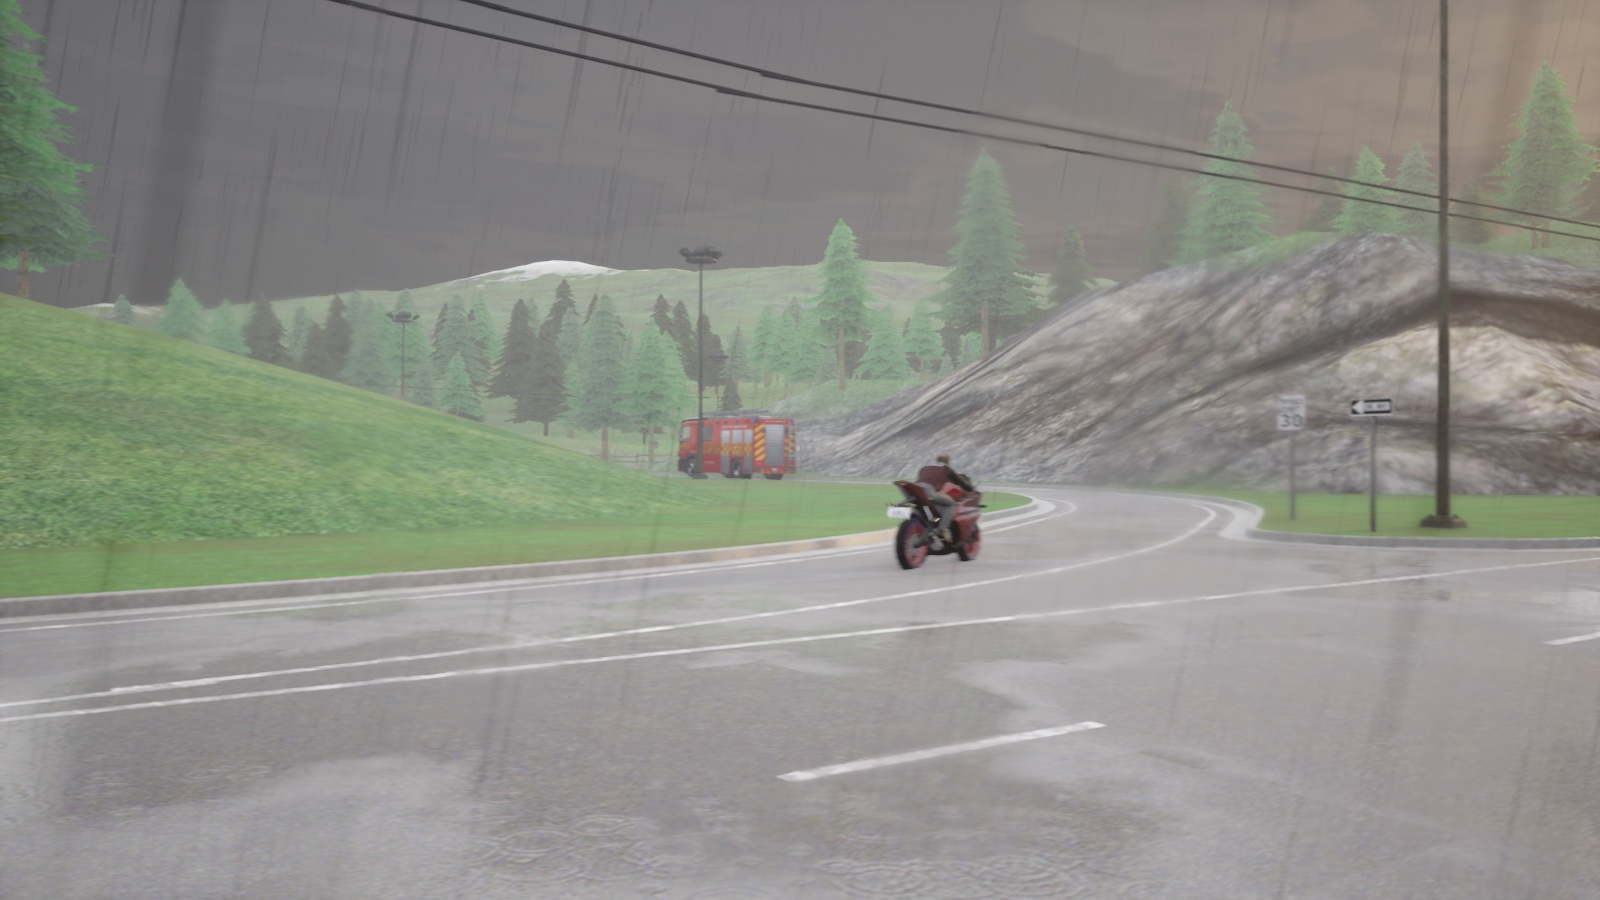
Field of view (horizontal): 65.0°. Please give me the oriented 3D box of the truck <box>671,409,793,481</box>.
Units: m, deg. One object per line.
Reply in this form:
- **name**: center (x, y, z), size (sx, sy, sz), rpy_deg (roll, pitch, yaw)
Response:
- **truck**: center (-3.972, -0.237, 70.743), size (2.891, 3.827, 8.468), rpy_deg (0, 0, -35)

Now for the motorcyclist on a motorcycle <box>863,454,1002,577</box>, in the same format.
- **motorcyclist on a motorcycle**: center (1.804, 0.818, 16.795), size (0.866, 1.530, 2.191), rpy_deg (-1, 0, 35)
